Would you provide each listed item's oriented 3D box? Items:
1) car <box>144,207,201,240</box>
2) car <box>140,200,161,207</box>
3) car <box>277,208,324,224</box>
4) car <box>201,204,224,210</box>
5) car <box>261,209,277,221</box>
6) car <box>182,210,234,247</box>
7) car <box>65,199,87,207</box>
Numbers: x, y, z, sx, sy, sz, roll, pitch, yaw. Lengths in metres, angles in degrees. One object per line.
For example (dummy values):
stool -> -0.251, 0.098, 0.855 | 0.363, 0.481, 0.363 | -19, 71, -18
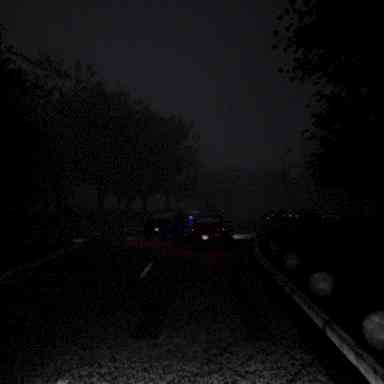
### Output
car -> -1.142, 1.820, 19.351 | 1.882, 1.535, 5.008 | -1, -2, 15
car -> -10.784, 3.530, 90.087 | 4.792, 1.488, 2.163 | 1, -1, -14
car -> 10.803, 2.267, 32.184 | 5.357, 1.411, 2.033 | 1, -2, -44
car -> 3.016, 2.828, 55.958 | 4.892, 1.490, 1.837 | -1, -2, 41
car -> 9.579, 2.400, 35.277 | 4.718, 1.301, 1.895 | 1, -2, -36
car -> 1.003, 1.805, 16.531 | 1.812, 1.442, 4.674 | 0, -1, 11
car -> -30.735, 3.207, 87.100 | 4.553, 1.767, 2.185 | 1, -1, -14
